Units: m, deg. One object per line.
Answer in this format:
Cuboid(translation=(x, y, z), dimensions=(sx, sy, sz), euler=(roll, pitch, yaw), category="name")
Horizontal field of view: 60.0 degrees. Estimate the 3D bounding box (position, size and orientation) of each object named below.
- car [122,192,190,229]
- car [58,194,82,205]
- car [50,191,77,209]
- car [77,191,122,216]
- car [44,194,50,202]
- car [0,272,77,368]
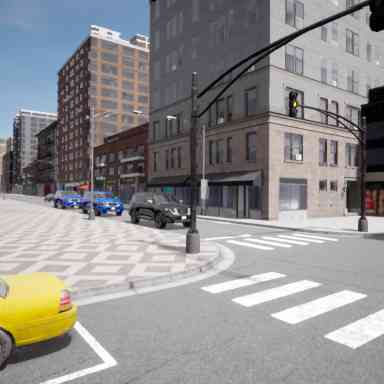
Cuboid(translation=(-2.036, 1.053, 20.803), dimensions=(2.150, 2.045, 5.566), euler=(1, 0, -35), category="car")
Cuboid(translation=(-18.108, 1.061, 49.065), dimensions=(2.128, 1.511, 4.902), euler=(1, 0, -35), category="car")
Cuboid(translation=(-14.177, 0.862, 37.997), dimensions=(2.150, 2.045, 5.566), euler=(1, 0, -35), category="car")
Cuboid(translation=(-7.980, 0.960, 29.212), dimensions=(2.150, 2.045, 5.566), euler=(1, 0, -35), category="car")
Cuboid(translation=(-24.269, 0.998, 57.768), dimensions=(1.812, 1.442, 4.674), euler=(1, 0, -35), category="car")
Cuboid(translation=(-3.945, 1.525, 3.938), dimensions=(4.829, 1.417, 1.752), euler=(0, 1, -36), category="car")
